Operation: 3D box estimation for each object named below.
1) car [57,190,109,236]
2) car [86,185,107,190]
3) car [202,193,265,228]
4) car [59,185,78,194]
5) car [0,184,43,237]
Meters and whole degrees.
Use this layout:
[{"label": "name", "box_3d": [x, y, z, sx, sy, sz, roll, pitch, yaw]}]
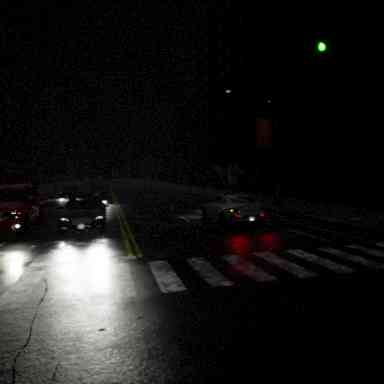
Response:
[{"label": "car", "box_3d": [-4.836, 0.923, 15.016, 2.128, 1.511, 4.902, -2, 3, -14]}, {"label": "car", "box_3d": [-10.055, -0.021, 35.204, 2.128, 1.511, 4.902, -2, 3, -14]}, {"label": "car", "box_3d": [1.865, 0.779, 15.860, 1.812, 1.442, 4.674, -2, 3, -14]}, {"label": "car", "box_3d": [-14.372, -0.077, 38.976, 2.033, 1.411, 5.357, -2, 3, -14]}, {"label": "car", "box_3d": [-8.129, 0.731, 14.750, 2.150, 2.045, 5.566, -2, 4, -15]}]
